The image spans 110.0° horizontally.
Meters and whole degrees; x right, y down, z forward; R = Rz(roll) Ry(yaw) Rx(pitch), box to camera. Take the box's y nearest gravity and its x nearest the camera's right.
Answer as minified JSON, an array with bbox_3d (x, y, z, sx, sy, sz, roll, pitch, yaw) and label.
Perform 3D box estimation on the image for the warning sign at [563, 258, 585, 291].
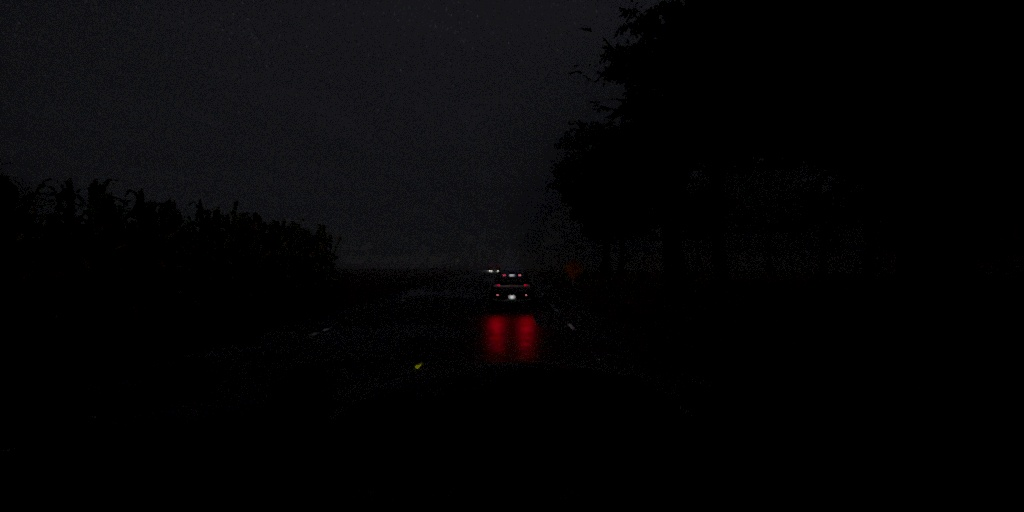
[{"bbox_3d":[3.546,1.057,20.957,1.300,1.860,1.060,0,0,0],"label":"warning sign"}]

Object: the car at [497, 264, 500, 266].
[{"bbox_3d":[-0.004,1.604,30.839,2.033,1.411,5.357,0,-1,0],"label":"car"}]

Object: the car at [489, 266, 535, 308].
[{"bbox_3d":[0.002,1.382,16.144,2.128,1.511,4.902,0,0,0],"label":"car"}]
